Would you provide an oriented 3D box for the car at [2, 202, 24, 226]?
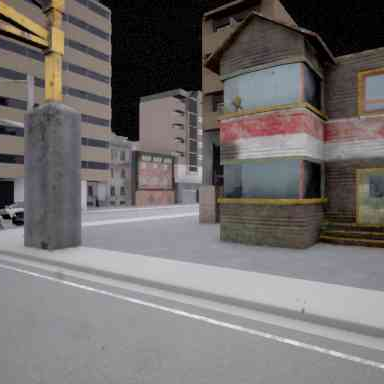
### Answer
[{"bbox_3d":[-10.111,1.453,23.009,2.038,1.542,4.974,0,0,15],"label":"car"}]

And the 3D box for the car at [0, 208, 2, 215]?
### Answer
[{"bbox_3d":[-13.269,1.295,25.708,4.536,1.218,1.853,0,0,-30],"label":"car"}]
